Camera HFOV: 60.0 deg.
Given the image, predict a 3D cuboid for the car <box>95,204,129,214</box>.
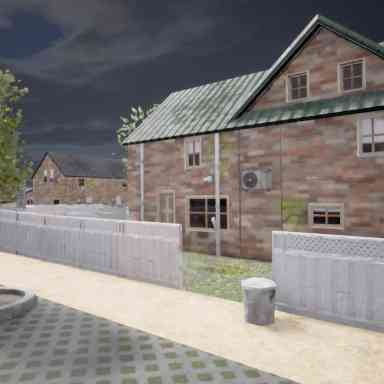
[{"bbox_3d":[-7.551,1.900,30.745,2.097,1.767,4.553,-1,-2,35],"label":"car"}]
